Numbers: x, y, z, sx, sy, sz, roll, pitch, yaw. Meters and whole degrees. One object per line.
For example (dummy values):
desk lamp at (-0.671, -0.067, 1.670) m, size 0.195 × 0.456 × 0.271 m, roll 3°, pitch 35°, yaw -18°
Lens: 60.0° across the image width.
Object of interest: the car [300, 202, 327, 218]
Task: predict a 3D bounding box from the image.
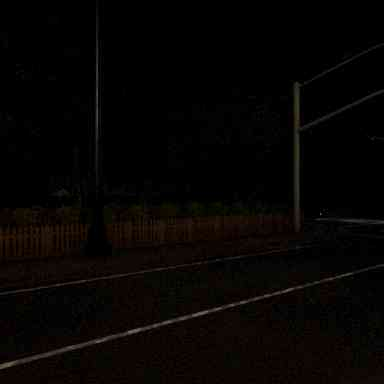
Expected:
car at (9.867, 1.601, 30.572) m, size 1.895 × 1.301 × 4.718 m, roll 0°, pitch 0°, yaw -35°
